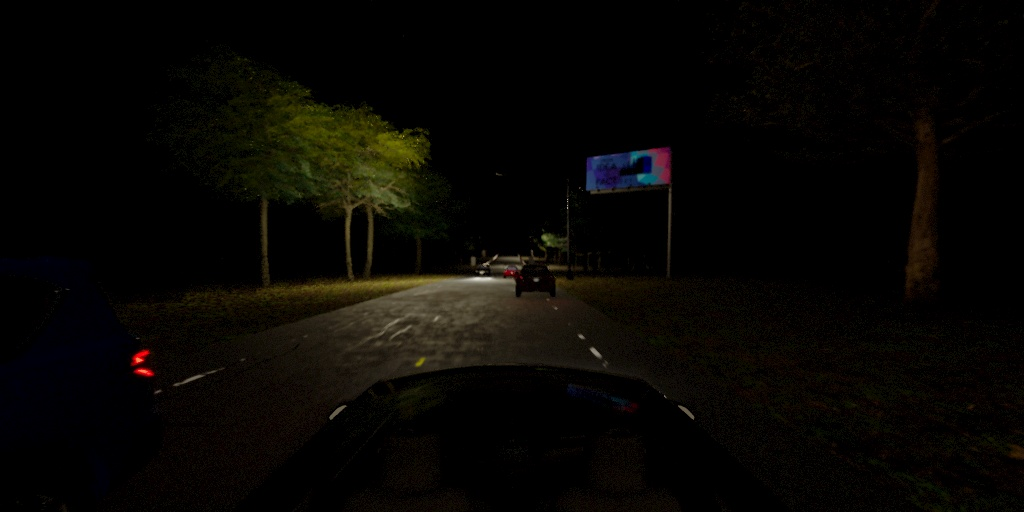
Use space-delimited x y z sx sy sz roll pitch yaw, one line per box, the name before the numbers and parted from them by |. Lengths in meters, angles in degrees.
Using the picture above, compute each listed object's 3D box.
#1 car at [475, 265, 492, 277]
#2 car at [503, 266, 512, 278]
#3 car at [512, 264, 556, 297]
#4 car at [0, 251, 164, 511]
car | -3.560 1.876 45.352 2.128 1.511 4.902 0 -1 0
car | 0.028 1.879 42.355 1.994 1.385 4.181 0 -1 1
car | 1.225 1.258 20.363 2.097 1.767 4.553 0 -1 0
car | -3.590 0.966 0.230 2.150 2.045 5.566 0 0 0
